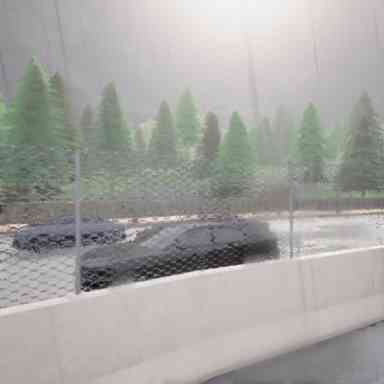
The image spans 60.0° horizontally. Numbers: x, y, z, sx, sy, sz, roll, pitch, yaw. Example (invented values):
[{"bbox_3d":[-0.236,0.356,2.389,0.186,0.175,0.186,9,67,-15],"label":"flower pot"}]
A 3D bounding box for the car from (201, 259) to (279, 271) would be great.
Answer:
[{"bbox_3d":[-0.165,1.436,7.861,5.008,1.535,1.882,0,0,-32],"label":"car"}]
